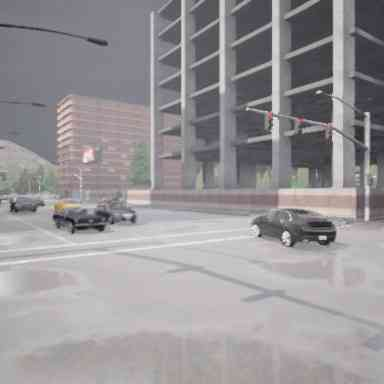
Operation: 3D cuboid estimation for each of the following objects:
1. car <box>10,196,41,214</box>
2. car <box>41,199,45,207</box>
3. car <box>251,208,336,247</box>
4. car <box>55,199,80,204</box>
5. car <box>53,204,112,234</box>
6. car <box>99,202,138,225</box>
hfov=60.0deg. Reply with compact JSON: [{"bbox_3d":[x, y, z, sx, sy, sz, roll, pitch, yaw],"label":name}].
[{"bbox_3d":[-18.211,1.344,35.938,2.097,1.767,4.553,0,0,-35],"label":"car"},{"bbox_3d":[-23.198,1.534,49.302,2.033,1.411,5.357,0,0,-35],"label":"car"},{"bbox_3d":[4.318,1.485,14.916,1.837,1.490,4.892,2,0,-15],"label":"car"},{"bbox_3d":[-12.742,1.463,34.217,1.882,1.535,5.008,0,0,-35],"label":"car"},{"bbox_3d":[-6.584,1.592,19.327,1.895,1.301,4.718,0,0,-35],"label":"car"},{"bbox_3d":[-5.614,1.477,24.025,2.128,1.511,4.902,0,0,-35],"label":"car"}]
